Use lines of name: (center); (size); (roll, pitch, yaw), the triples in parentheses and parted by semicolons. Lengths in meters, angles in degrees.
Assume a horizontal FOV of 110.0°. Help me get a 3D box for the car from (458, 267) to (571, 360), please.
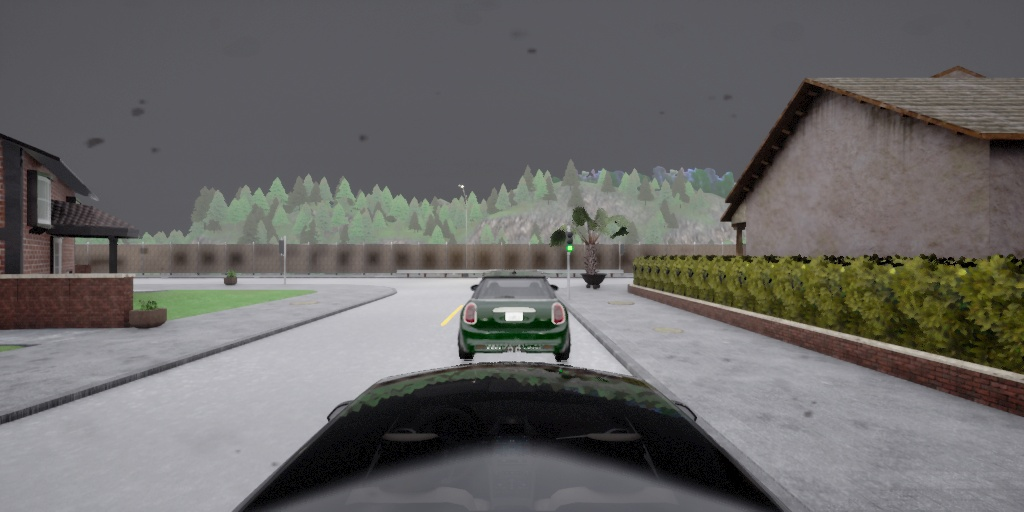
car: (0.056, 1.101, 8.487); (2.097, 1.767, 4.553); (0, 0, 0)
